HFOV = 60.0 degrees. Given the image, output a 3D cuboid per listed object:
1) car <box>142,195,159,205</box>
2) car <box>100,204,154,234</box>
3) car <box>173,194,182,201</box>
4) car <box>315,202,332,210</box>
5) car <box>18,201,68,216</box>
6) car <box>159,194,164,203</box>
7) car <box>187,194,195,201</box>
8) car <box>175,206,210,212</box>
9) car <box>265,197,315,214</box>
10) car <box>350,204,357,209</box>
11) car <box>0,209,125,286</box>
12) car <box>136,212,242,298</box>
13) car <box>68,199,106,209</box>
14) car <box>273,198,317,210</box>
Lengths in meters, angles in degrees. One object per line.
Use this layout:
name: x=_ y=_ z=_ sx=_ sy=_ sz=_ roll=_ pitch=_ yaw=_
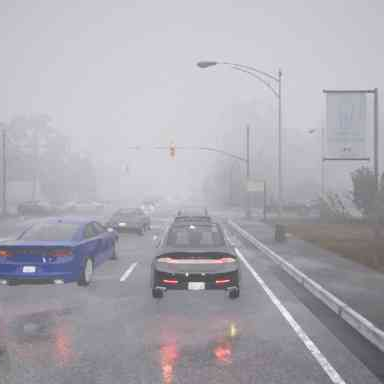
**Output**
car: x=-7.278 y=1.505 z=56.583 sx=1.837 sy=1.490 sz=4.892 roll=0 pitch=0 yaw=0
car: x=-3.463 y=1.564 z=18.464 sx=1.994 sy=1.385 sz=4.181 roll=0 pitch=0 yaw=0
car: x=-3.800 y=1.471 z=85.277 sx=1.882 sy=1.535 sz=5.008 roll=0 pitch=0 yaw=0
car: x=13.570 y=1.526 z=38.103 sx=4.674 sy=1.442 sz=1.812 roll=0 pitch=0 yaw=3
car: x=-14.115 y=1.525 z=30.849 sx=4.674 sy=1.442 sz=1.812 roll=0 pitch=-1 yaw=26
car: x=-7.261 y=1.505 z=65.951 sx=1.837 sy=1.490 sz=4.892 roll=0 pitch=0 yaw=0
car: x=-0.302 y=1.518 z=85.673 sx=2.128 sy=1.511 sz=4.902 roll=0 pitch=0 yaw=0
car: x=0.038 y=1.478 z=17.964 sx=1.882 sy=1.535 sz=5.008 roll=0 pitch=0 yaw=0
car: x=9.872 y=1.351 z=34.597 sx=4.553 sy=1.767 sz=2.097 roll=0 pitch=0 yaw=3
car: x=22.589 y=1.542 z=41.133 sx=5.357 sy=1.411 sz=2.033 roll=0 pitch=0 yaw=3
car: x=-3.431 y=1.478 z=9.472 sx=1.882 sy=1.535 sz=5.008 roll=0 pitch=0 yaw=0
car: x=0.073 y=1.491 z=8.468 sx=2.128 sy=1.511 sz=4.902 roll=0 pitch=0 yaw=0
car: x=-12.075 y=1.525 z=37.527 sx=4.674 sy=1.442 sz=1.812 roll=0 pitch=1 yaw=-19
car: x=12.852 y=1.491 z=41.661 sx=4.902 sy=1.511 sz=2.128 roll=0 pitch=0 yaw=3
